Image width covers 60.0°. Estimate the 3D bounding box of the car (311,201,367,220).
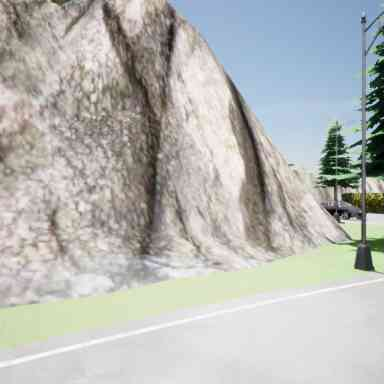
[{"bbox_3d":[12.368,1.492,28.302,2.128,1.511,4.902,0,0,-26],"label":"car"}]
